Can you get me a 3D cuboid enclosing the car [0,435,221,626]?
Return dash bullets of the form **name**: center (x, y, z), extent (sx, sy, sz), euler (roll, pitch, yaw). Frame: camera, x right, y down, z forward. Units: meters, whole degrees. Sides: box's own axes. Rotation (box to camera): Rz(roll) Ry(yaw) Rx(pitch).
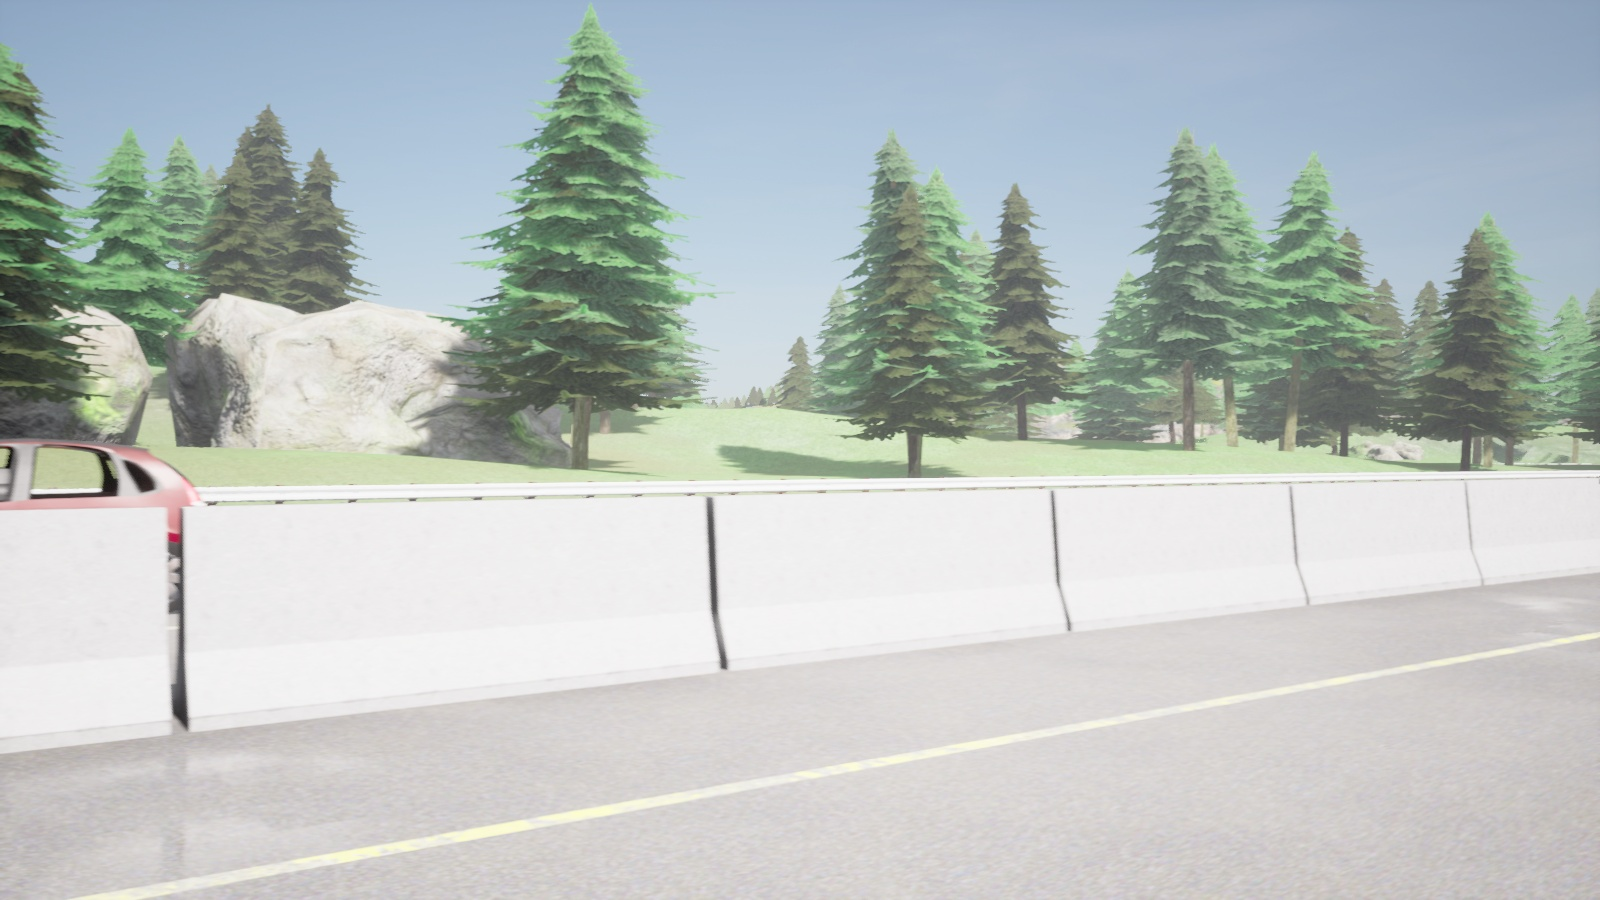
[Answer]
- **car**: center (-7.518, 0.686, 11.219), extent (3.988, 1.617, 1.851), euler (0, 0, -35)
